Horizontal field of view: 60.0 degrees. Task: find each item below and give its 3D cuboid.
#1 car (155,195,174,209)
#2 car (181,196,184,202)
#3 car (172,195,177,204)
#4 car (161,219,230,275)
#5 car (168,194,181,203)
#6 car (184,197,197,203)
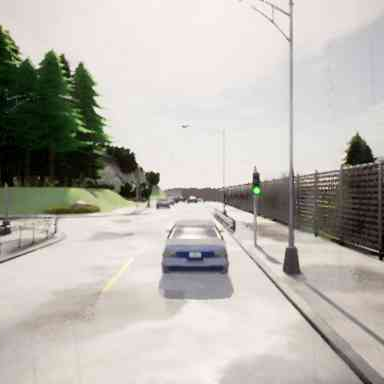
[{"bbox_3d":[-4.071,1.590,47.634,1.837,1.490,4.892,0,0,0],"label":"car"},{"bbox_3d":[-3.672,1.687,81.870,5.357,1.411,2.033,0,0,40],"label":"car"},{"bbox_3d":[-4.036,1.629,57.531,1.812,1.442,4.674,0,0,0],"label":"car"},{"bbox_3d":[0.088,1.567,10.531,2.033,1.411,5.357,0,0,0],"label":"car"},{"bbox_3d":[-3.969,1.344,67.937,2.150,2.045,5.566,0,0,0],"label":"car"},{"bbox_3d":[0.023,1.683,72.242,1.994,1.385,4.181,0,0,-4],"label":"car"}]
